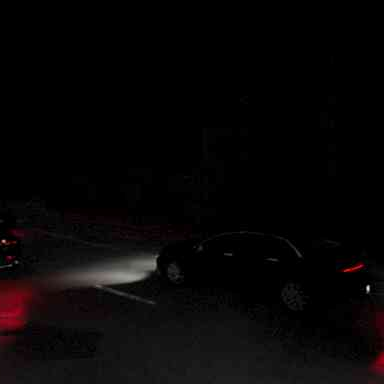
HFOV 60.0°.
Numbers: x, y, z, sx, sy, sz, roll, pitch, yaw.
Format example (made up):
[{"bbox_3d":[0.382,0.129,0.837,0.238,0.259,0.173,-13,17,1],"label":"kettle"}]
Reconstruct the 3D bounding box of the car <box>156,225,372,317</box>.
[{"bbox_3d":[1.322,1.516,7.591,4.892,1.490,1.837,0,0,38],"label":"car"}]

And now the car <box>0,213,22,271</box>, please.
[{"bbox_3d":[-6.760,1.511,9.944,4.892,1.490,1.837,0,0,43],"label":"car"}]

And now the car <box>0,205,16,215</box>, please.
[{"bbox_3d":[-12.735,1.543,21.572,1.812,1.442,4.674,0,0,-39],"label":"car"}]
